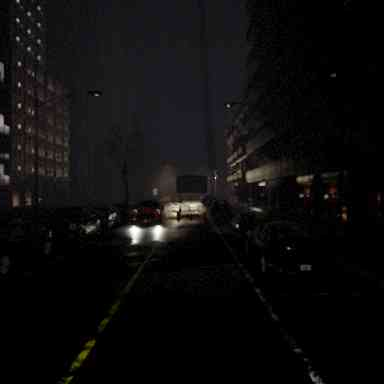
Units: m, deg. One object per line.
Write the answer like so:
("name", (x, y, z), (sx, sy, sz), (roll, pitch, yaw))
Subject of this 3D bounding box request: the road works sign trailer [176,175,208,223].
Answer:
("road works sign trailer", (-0.007, 0.464, 25.832), (2.380, 3.560, 2.880), (0, 0, 0))

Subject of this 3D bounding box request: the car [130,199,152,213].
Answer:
("car", (-5.700, 1.530, 37.524), (1.752, 1.417, 4.829), (0, 0, 0))

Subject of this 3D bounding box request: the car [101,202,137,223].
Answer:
("car", (-5.697, 1.545, 26.628), (1.887, 1.381, 4.507), (0, 0, 0))

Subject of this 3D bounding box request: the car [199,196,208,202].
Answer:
("car", (2.670, 1.589, 76.425), (2.008, 1.369, 4.403), (0, 0, 0))

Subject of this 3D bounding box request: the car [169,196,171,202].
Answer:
("car", (-5.707, 1.551, 65.187), (1.752, 1.417, 4.829), (0, 0, 0))

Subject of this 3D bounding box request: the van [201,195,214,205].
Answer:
("van", (2.677, 1.353, 48.761), (1.690, 1.788, 3.998), (0, 0, 0))

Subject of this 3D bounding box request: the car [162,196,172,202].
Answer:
("car", (-5.710, 1.582, 76.423), (1.887, 1.381, 4.507), (0, 0, 0))

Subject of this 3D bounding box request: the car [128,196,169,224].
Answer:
("car", (-3.104, 1.351, 24.541), (2.097, 1.767, 4.553), (0, 0, 0))

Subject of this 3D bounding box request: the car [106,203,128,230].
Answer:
("car", (-5.696, 1.550, 21.096), (2.008, 1.369, 4.403), (0, 0, 0))

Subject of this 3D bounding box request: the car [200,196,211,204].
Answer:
("car", (2.673, 1.576, 65.359), (2.008, 1.369, 4.403), (0, 0, 0))

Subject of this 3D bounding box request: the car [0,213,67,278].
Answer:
("car", (-5.693, 1.550, 10.031), (2.008, 1.369, 4.403), (0, 0, 0))

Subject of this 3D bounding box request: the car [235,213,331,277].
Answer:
("car", (2.688, 1.550, 10.033), (2.008, 1.369, 4.403), (0, 0, 0))

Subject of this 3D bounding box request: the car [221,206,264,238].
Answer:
("car", (2.686, 1.550, 15.566), (2.008, 1.369, 4.403), (0, 0, 0))

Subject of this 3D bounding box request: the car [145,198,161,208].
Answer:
("car", (-5.703, 1.594, 48.760), (1.802, 1.307, 4.206), (0, 0, 0))

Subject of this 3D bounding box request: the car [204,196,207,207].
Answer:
("car", (2.679, 1.590, 43.229), (1.802, 1.307, 4.206), (0, 0, 0))

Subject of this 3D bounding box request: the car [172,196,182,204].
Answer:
("car", (-3.018, 1.595, 65.963), (2.033, 1.411, 5.357), (0, 0, 0))

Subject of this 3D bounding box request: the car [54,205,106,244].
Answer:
("car", (-5.694, 1.439, 15.564), (1.967, 1.590, 4.097), (0, 0, 0))

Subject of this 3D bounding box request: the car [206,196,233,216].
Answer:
("car", (2.682, 1.442, 32.163), (1.967, 1.590, 4.097), (0, 0, 0))
